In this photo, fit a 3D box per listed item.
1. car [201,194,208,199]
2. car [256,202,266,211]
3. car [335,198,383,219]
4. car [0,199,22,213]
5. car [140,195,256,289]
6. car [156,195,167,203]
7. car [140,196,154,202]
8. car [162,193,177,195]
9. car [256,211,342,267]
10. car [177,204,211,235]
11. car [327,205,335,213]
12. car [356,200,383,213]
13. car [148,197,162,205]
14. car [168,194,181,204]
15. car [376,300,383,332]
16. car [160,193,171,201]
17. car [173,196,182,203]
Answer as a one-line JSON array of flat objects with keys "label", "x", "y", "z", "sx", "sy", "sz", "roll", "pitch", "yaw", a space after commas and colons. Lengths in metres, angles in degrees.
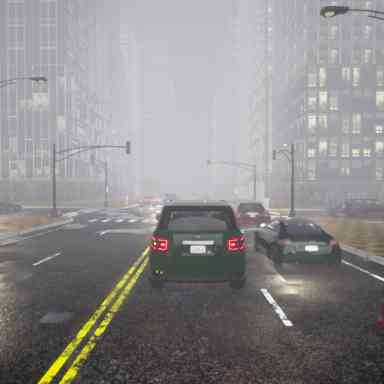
[{"label": "car", "x": 3.460, "y": 1.219, "z": 91.591, "sx": 1.882, "sy": 1.535, "sz": 5.008, "roll": 0, "pitch": 0, "yaw": 0}, {"label": "car", "x": 3.422, "y": 1.340, "z": 20.699, "sx": 2.097, "sy": 1.767, "sz": 4.553, "roll": 0, "pitch": 0, "yaw": 1}, {"label": "car", "x": 16.270, "y": 1.519, "z": 30.354, "sx": 5.009, "sy": 1.841, "sz": 2.192, "roll": 1, "pitch": 0, "yaw": 1}, {"label": "car", "x": -19.564, "y": 1.405, "z": 33.616, "sx": 4.181, "sy": 1.385, "sz": 1.994, "roll": 1, "pitch": 1, "yaw": 1}, {"label": "car", "x": 0.123, "y": 1.218, "z": 9.253, "sx": 2.150, "sy": 2.045, "sz": 5.566, "roll": 0, "pitch": 0, "yaw": 0}, {"label": "car", "x": -6.342, "y": 1.420, "z": 69.161, "sx": 1.882, "sy": 1.535, "sz": 5.008, "roll": 0, "pitch": 0, "yaw": 0}, {"label": "car", "x": -6.509, "y": 1.318, "z": 49.917, "sx": 2.097, "sy": 1.767, "sz": 4.553, "roll": 0, "pitch": 0, "yaw": 1}, {"label": "car", "x": -3.245, "y": 1.185, "z": 51.699, "sx": 2.150, "sy": 2.045, "sz": 5.566, "roll": 0, "pitch": 0, "yaw": -1}, {"label": "car", "x": 3.376, "y": 1.559, "z": 11.394, "sx": 1.994, "sy": 1.385, "sz": 4.181, "roll": 0, "pitch": 0, "yaw": 0}, {"label": "car", "x": 0.150, "y": 1.515, "z": 19.867, "sx": 1.812, "sy": 1.442, "sz": 4.674, "roll": 0, "pitch": 0, "yaw": 1}, {"label": "car", "x": 16.940, "y": 1.679, "z": 36.125, "sx": 4.181, "sy": 1.385, "sz": 1.994, "roll": 0, "pitch": 1, "yaw": 1}, {"label": "car", "x": 21.898, "y": 1.642, "z": 38.628, "sx": 4.829, "sy": 1.417, "sz": 1.752, "roll": 1, "pitch": 0, "yaw": 1}, {"label": "car", "x": -6.437, "y": 1.556, "z": 58.907, "sx": 1.895, "sy": 1.301, "sz": 4.718, "roll": 0, "pitch": 0, "yaw": 0}, {"label": "car", "x": -3.173, "y": 1.304, "z": 61.510, "sx": 2.097, "sy": 1.767, "sz": 4.553, "roll": 0, "pitch": 0, "yaw": 0}, {"label": "car", "x": 3.355, "y": 1.600, "z": 2.244, "sx": 1.895, "sy": 1.301, "sz": 4.718, "roll": 0, "pitch": 0, "yaw": 0}, {"label": "car", "x": -6.318, "y": 1.153, "z": 79.731, "sx": 2.150, "sy": 2.045, "sz": 5.566, "roll": 0, "pitch": 0, "yaw": 0}, {"label": "car", "x": -3.087, "y": 1.535, "z": 71.563, "sx": 1.895, "sy": 1.301, "sz": 4.718, "roll": 0, "pitch": 0, "yaw": 0}]
